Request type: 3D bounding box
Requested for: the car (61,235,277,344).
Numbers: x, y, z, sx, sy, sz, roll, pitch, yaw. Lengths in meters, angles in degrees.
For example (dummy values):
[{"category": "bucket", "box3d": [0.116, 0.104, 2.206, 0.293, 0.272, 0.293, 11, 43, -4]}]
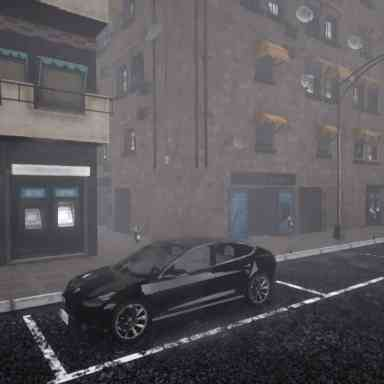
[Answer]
[{"category": "car", "box3d": [-0.202, 1.566, 6.431, 4.313, 1.339, 1.947, 0, 0, -36]}]
